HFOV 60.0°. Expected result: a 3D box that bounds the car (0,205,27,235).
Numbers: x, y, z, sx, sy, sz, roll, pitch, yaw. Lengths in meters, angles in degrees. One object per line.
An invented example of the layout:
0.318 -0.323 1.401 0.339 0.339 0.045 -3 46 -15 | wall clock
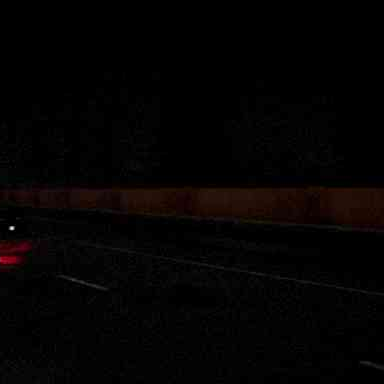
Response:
-10.251 1.433 17.278 4.892 1.490 1.837 0 0 43 | car
